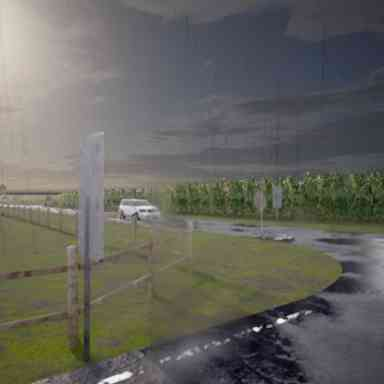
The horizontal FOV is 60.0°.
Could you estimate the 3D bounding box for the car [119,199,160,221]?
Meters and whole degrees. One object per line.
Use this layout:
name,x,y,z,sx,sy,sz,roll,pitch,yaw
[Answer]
car,-5.183,1.712,32.182,2.150,2.045,5.566,1,-1,-35
